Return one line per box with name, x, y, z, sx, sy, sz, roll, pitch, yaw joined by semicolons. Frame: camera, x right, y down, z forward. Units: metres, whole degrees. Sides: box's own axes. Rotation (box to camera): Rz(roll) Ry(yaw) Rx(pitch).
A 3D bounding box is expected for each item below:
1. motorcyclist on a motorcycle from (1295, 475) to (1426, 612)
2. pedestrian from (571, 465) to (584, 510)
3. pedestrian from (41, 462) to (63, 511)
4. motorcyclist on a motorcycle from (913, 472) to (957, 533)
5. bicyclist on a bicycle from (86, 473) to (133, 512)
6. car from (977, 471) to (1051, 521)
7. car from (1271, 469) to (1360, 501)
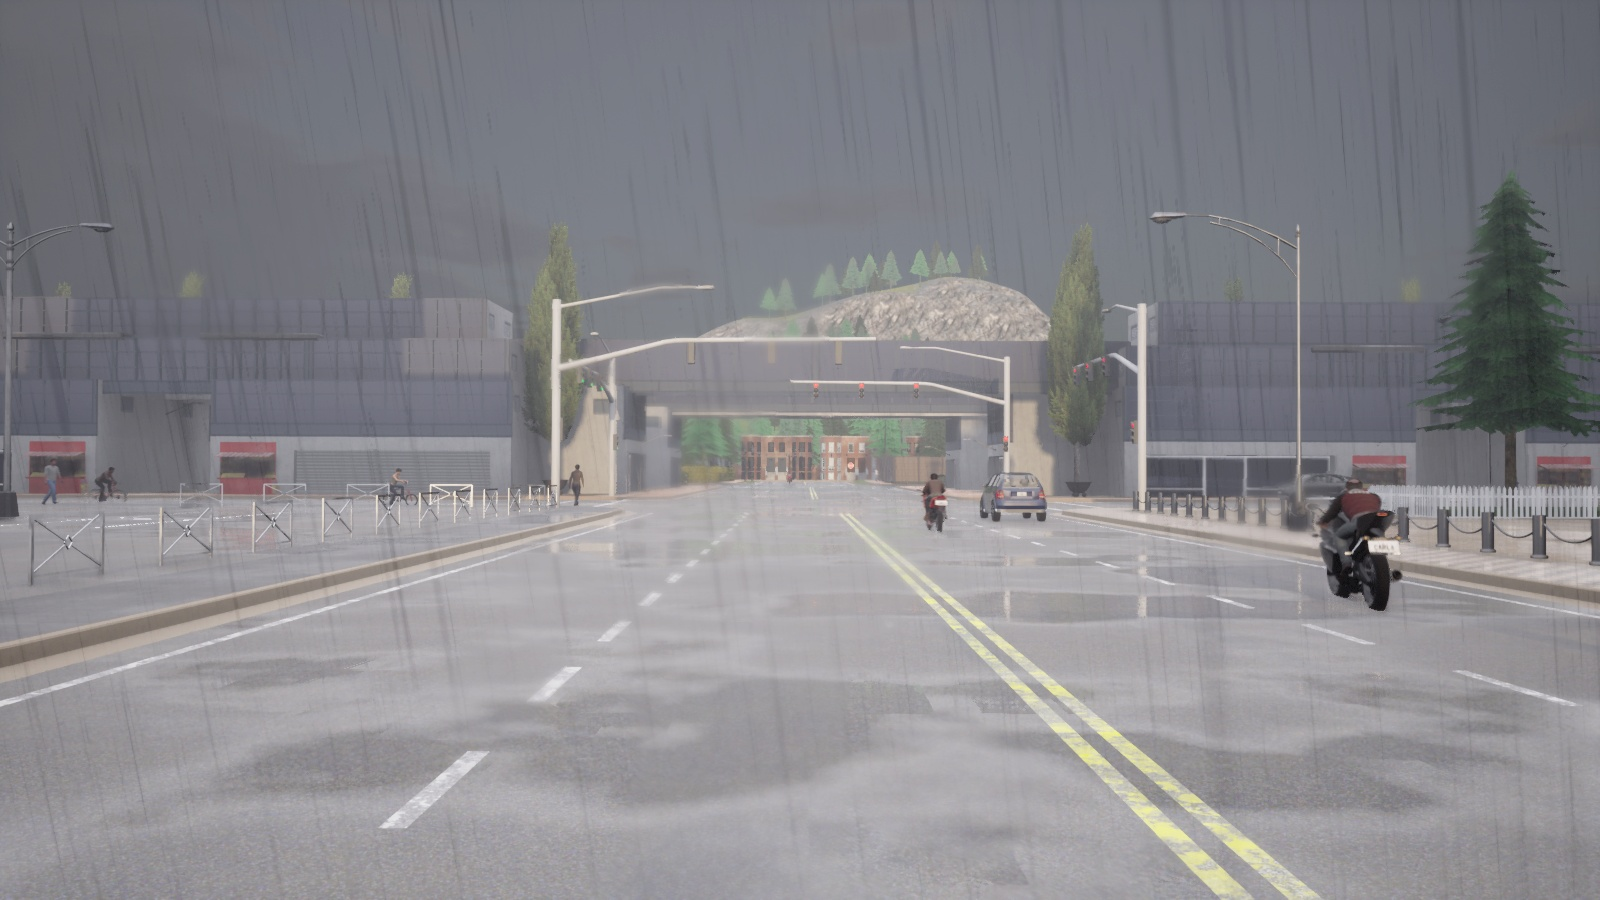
motorcyclist on a motorcycle;6.763;1.079;15.283;0.866;1.530;2.191;-1;-1;9
pedestrian;-8.884;1.489;50.162;0.328;1.805;0.869;0;-1;2
pedestrian;-28.678;1.394;48.155;0.706;1.836;0.354;-1;-1;21
motorcyclist on a motorcycle;3.468;1.326;32.413;0.797;1.523;2.044;0;-1;-3
bicyclist on a bicycle;-29.028;1.768;52.806;1.656;1.620;0.582;0;-1;2
car;6.895;1.449;40.792;1.789;1.549;3.705;0;-1;0
car;25.911;1.748;63.184;3.705;1.549;1.789;0;-1;0
